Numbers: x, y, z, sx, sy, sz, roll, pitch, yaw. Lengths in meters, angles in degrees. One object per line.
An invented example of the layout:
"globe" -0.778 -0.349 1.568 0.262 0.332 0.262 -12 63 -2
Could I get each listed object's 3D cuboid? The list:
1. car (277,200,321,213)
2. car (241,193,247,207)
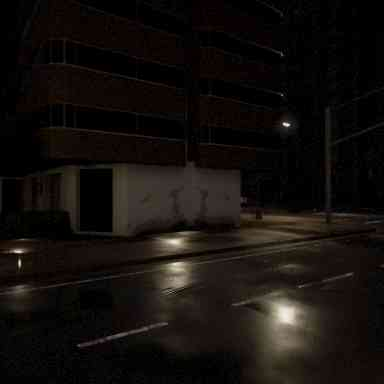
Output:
"car" 12.021 1.601 37.578 1.895 1.301 4.718 0 0 -36
"car" 6.159 1.222 51.964 2.150 2.045 5.566 0 0 -36
